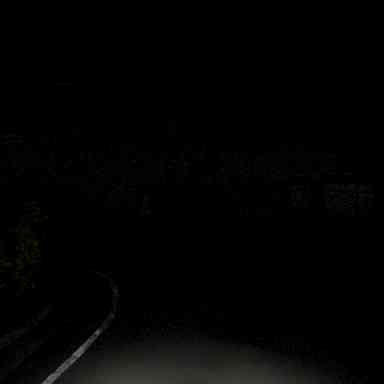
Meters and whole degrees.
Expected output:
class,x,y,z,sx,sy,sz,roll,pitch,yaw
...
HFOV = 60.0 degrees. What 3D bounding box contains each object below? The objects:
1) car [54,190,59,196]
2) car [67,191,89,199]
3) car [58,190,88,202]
class,x,y,z,sx,sy,sz,roll,pitch,yaw
car,-27.699,0.324,71.195,3.633,1.501,1.845,2,0,26
car,-22.317,0.553,65.285,3.806,1.475,1.970,2,0,26
car,-17.634,0.657,49.706,3.633,1.501,1.845,2,0,26
